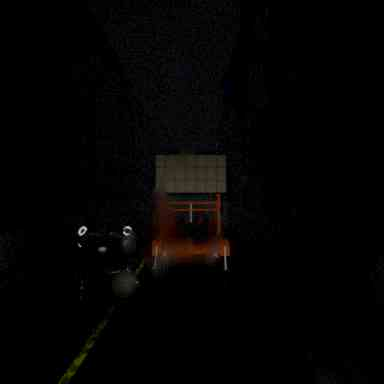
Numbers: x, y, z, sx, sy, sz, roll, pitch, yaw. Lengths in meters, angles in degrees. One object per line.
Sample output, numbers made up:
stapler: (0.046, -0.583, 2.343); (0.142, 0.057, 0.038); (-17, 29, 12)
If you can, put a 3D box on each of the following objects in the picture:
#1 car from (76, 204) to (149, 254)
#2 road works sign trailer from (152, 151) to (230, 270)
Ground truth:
car: (-3.044, 1.350, 13.487); (2.097, 1.767, 4.553); (0, 0, 0)
road works sign trailer: (-0.035, 0.463, 10.976); (2.380, 3.560, 2.880); (0, 0, 0)
